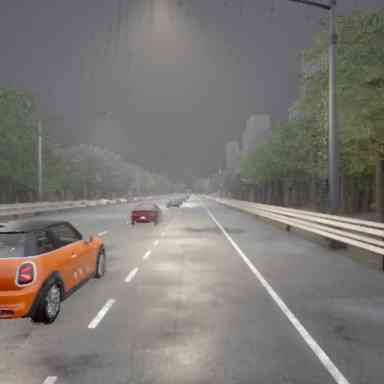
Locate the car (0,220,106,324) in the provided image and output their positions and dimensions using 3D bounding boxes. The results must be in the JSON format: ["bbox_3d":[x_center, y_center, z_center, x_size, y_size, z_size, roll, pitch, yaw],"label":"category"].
[{"bbox_3d":[-3.440,1.402,7.432,2.097,1.767,4.553,0,0,0],"label":"car"}]

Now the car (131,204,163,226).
[{"bbox_3d":[-3.317,1.618,25.096,1.882,1.535,5.008,0,0,0],"label":"car"}]

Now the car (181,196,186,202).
[{"bbox_3d":[-2.986,1.980,72.210,1.994,1.385,4.181,0,0,0],"label":"car"}]

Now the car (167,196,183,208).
[{"bbox_3d":[-3.099,1.879,56.205,1.994,1.385,4.181,0,0,0],"label":"car"}]
